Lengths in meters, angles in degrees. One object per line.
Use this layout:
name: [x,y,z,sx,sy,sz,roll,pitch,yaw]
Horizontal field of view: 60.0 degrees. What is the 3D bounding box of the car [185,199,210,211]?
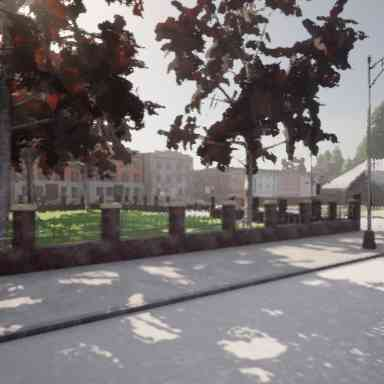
car: [0.546,1.601,41.550,2.033,1.411,5.357,0,0,-35]
